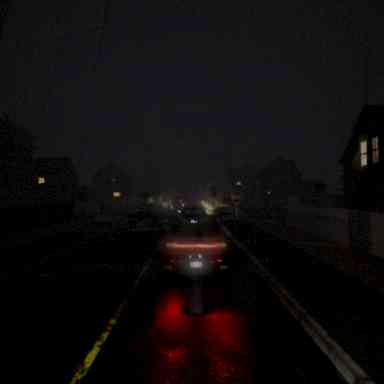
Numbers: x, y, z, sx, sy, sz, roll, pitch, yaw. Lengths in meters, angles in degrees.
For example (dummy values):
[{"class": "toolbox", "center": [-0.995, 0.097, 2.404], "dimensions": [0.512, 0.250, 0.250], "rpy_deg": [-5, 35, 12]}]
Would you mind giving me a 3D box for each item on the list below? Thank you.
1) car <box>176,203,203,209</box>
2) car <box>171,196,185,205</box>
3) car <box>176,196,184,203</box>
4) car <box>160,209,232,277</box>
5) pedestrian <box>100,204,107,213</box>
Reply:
[{"class": "car", "center": [0.099, 1.574, 19.846], "dimensions": [1.994, 1.385, 4.181], "rpy_deg": [0, 0, 0]}, {"class": "car", "center": [-2.782, 1.613, 61.037], "dimensions": [1.882, 1.535, 5.008], "rpy_deg": [0, 0, 1]}, {"class": "car", "center": [-2.744, 1.740, 76.185], "dimensions": [1.812, 1.442, 4.674], "rpy_deg": [0, 0, 0]}, {"class": "car", "center": [0.101, 1.492, 10.220], "dimensions": [2.128, 1.511, 4.902], "rpy_deg": [0, 0, 0]}, {"class": "pedestrian", "center": [-9.811, 1.400, 36.656], "dimensions": [0.375, 1.860, 0.375], "rpy_deg": [0, -3, -1]}]
